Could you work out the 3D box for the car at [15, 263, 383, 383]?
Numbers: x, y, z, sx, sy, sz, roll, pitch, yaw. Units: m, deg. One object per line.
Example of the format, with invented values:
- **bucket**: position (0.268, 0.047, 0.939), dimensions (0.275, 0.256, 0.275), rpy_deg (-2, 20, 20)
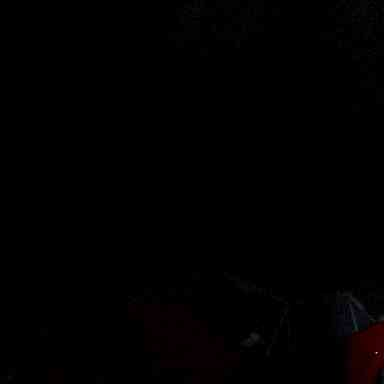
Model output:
- **car**: position (0.664, 1.603, 3.752), dimensions (4.718, 1.301, 1.895), rpy_deg (1, 0, -30)
